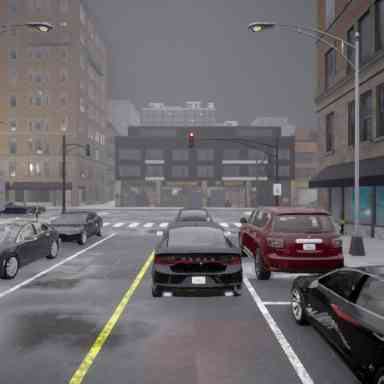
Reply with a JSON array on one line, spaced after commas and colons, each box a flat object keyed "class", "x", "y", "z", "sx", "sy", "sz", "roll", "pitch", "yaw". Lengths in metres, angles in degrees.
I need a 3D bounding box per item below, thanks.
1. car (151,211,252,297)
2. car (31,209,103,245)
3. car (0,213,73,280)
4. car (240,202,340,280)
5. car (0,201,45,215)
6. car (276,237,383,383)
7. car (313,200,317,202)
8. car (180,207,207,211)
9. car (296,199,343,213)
[{"class": "car", "x": 0.064, "y": 1.477, "z": 8.622, "sx": 1.882, "sy": 1.535, "sz": 5.008, "roll": 0, "pitch": 0, "yaw": -1}, {"class": "car", "x": -5.406, "y": 1.565, "z": 15.493, "sx": 1.947, "sy": 1.339, "sz": 4.313, "roll": 0, "pitch": 0, "yaw": 0}, {"class": "car", "x": -5.400, "y": 1.550, "z": 9.831, "sx": 2.008, "sy": 1.369, "sz": 4.403, "roll": 0, "pitch": 0, "yaw": 0}, {"class": "car", "x": 2.625, "y": 1.314, "z": 9.840, "sx": 2.192, "sy": 1.841, "sz": 5.009, "roll": 0, "pitch": 0, "yaw": 0}, {"class": "car", "x": -16.201, "y": 1.529, "z": 30.979, "sx": 4.718, "sy": 1.301, "sz": 1.895, "roll": 0, "pitch": 0, "yaw": 0}, {"class": "car", "x": 2.631, "y": 1.566, "z": 4.178, "sx": 1.947, "sy": 1.339, "sz": 4.313, "roll": 0, "pitch": 0, "yaw": 0}, {"class": "car", "x": 15.258, "y": 1.305, "z": 34.610, "sx": 5.566, "sy": 2.045, "sz": 2.150, "roll": 0, "pitch": 0, "yaw": 0}, {"class": "car", "x": 0.062, "y": 1.504, "z": 16.162, "sx": 1.837, "sy": 1.490, "sz": 4.892, "roll": 0, "pitch": 0, "yaw": 0}, {"class": "car", "x": 14.447, "y": 1.605, "z": 37.836, "sx": 4.674, "sy": 1.442, "sz": 1.812, "roll": 0, "pitch": 0, "yaw": 0}]
